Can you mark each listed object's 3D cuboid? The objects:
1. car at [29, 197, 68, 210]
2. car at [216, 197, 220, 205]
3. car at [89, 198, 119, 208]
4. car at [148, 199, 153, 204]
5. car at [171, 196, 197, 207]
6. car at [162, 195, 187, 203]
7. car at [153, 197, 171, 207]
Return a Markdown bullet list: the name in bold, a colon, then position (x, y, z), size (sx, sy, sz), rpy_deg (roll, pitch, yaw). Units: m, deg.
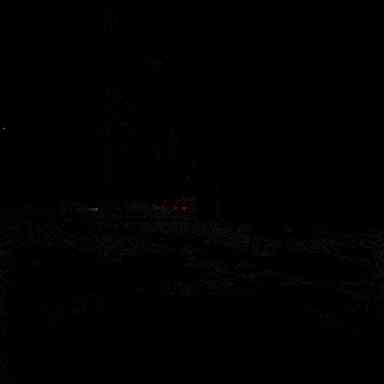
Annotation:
- **car**: position (-18.634, 1.459, 43.297), size (2.128, 1.511, 4.902), rpy_deg (0, 0, 36)
- **car**: position (5.146, 1.600, 59.477), size (1.994, 1.385, 4.181), rpy_deg (0, 0, 36)
- **car**: position (-12.247, 1.551, 46.599), size (1.994, 1.385, 4.181), rpy_deg (0, 0, 36)
- **car**: position (-5.828, 1.599, 60.924), size (1.895, 1.301, 4.718), rpy_deg (0, 0, 36)
- **car**: position (-0.537, 1.375, 51.492), size (2.097, 1.767, 4.553), rpy_deg (0, 0, 36)
- **car**: position (-3.067, 1.219, 59.191), size (1.895, 1.301, 4.718), rpy_deg (0, 0, 36)
- **car**: position (-3.485, 1.538, 52.968), size (1.812, 1.442, 4.674), rpy_deg (0, 0, 36)
